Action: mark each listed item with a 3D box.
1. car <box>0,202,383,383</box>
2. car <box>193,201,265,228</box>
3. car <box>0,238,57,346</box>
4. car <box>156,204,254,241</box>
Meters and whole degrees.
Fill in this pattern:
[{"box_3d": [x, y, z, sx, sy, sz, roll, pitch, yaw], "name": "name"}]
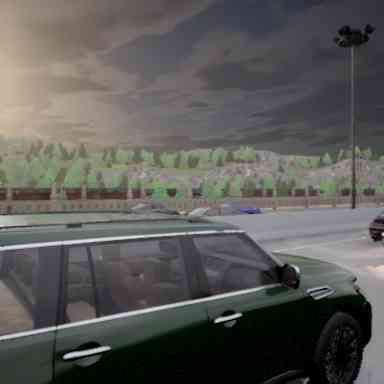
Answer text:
[{"box_3d": [-0.395, 1.222, 3.469, 5.566, 2.045, 2.150, 0, 0, -35], "name": "car"}, {"box_3d": [2.649, 1.481, 23.080, 5.008, 1.535, 1.882, 0, 0, -35], "name": "car"}, {"box_3d": [-4.643, 1.602, 4.741, 4.718, 1.301, 1.895, 0, 0, -35], "name": "car"}, {"box_3d": [0.769, 1.480, 17.440, 5.008, 1.535, 1.882, 0, 0, -35], "name": "car"}]
